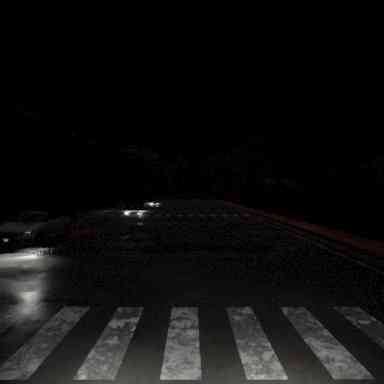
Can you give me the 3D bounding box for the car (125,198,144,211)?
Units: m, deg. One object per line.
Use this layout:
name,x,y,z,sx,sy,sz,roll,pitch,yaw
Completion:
car,-7.079,1.536,41.423,1.837,1.490,4.892,0,0,-1

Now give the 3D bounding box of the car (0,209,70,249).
car,-6.917,1.525,14.739,1.812,1.442,4.674,0,0,1

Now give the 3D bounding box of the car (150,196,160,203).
car,-7.581,1.494,68.182,2.128,1.511,4.902,0,0,-1
